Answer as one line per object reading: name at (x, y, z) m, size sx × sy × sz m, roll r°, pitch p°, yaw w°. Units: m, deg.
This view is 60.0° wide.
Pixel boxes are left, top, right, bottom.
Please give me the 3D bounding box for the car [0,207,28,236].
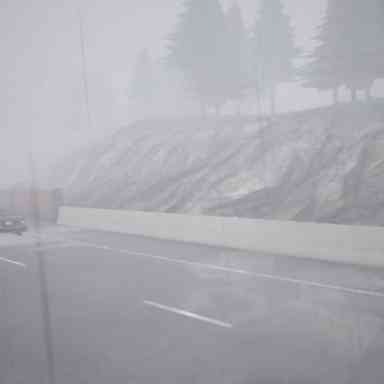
car at (-10.293, 1.484, 17.063) m, size 5.357 × 1.411 × 2.033 m, roll 0°, pitch 0°, yaw 42°
